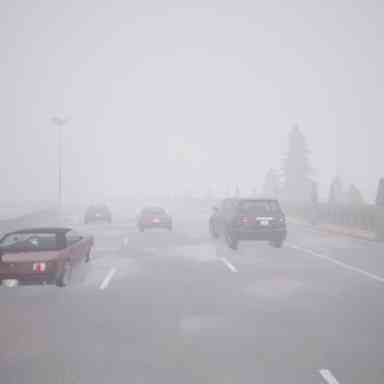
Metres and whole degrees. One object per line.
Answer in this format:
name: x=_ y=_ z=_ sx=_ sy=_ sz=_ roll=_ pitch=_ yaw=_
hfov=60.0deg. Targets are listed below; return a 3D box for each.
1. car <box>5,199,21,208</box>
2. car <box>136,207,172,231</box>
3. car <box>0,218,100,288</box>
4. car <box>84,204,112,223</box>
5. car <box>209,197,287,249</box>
car: x=-29.575 y=1.911 z=54.876 sx=1.812 sy=1.442 sz=4.674 roll=0 pitch=0 yaw=-36
car: x=-2.482 y=1.616 z=21.054 sx=1.994 sy=1.385 sz=4.181 roll=0 pitch=0 yaw=-12
car: x=-4.035 y=1.633 z=9.232 sx=1.895 sy=1.301 sz=4.718 roll=0 pitch=0 yaw=-6
car: x=-7.429 y=1.659 z=26.321 sx=1.994 sy=1.385 sz=4.181 roll=0 pitch=0 yaw=-16
car: x=2.280 y=1.236 z=14.861 sx=2.150 sy=2.045 sz=5.566 roll=0 pitch=0 yaw=-8
